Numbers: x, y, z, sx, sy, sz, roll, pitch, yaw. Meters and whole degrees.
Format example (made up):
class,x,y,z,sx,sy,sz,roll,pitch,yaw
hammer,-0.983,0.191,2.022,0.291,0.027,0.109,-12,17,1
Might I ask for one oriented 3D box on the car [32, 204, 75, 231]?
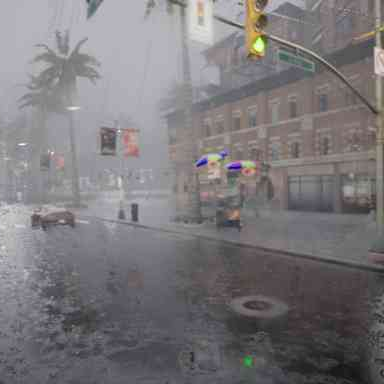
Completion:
class,x,y,z,sx,sy,sz,roll,pitch,yaw
car,-8.674,1.501,20.708,1.812,1.442,4.674,-1,1,-35
